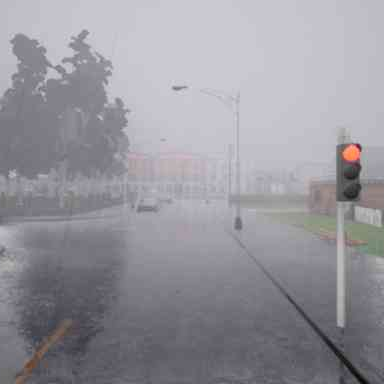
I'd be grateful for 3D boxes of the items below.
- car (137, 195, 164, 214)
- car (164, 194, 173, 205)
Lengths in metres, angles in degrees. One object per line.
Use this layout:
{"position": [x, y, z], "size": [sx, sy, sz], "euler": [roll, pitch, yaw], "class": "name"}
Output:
{"position": [-4.097, 1.255, 32.252], "size": [1.882, 1.535, 5.008], "euler": [0, 0, 0], "class": "car"}
{"position": [-4.067, 1.120, 51.788], "size": [1.882, 1.535, 5.008], "euler": [0, 0, 0], "class": "car"}
